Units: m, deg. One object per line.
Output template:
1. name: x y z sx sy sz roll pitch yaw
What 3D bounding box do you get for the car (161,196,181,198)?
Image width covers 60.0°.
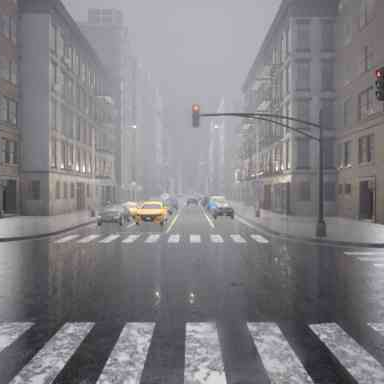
1. car: -2.856 1.560 44.202 1.994 1.385 4.181 0 0 0

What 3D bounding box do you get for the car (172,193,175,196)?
1. car: -5.467 1.310 72.053 2.192 1.841 5.009 0 0 0

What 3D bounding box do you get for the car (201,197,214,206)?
1. car: 2.621 1.562 55.840 1.947 1.339 4.313 0 0 0

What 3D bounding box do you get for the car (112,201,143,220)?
1. car: -5.408 1.523 28.634 1.752 1.417 4.829 0 0 0

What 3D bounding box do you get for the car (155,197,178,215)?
1. car: -2.859 1.544 34.191 2.033 1.411 5.357 0 0 0

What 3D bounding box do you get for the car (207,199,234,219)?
1. car: 2.626 1.548 28.809 2.008 1.369 4.403 0 0 0

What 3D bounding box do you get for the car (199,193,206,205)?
1. car: 2.623 1.311 50.434 2.192 1.841 5.009 0 0 0

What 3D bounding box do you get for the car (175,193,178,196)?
1. car: -5.489 1.545 88.273 2.008 1.369 4.403 0 0 0

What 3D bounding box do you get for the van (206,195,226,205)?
1. van: 2.625 1.338 34.215 1.690 1.788 3.998 0 0 0

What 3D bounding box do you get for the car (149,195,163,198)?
1. car: -5.430 1.436 45.023 1.967 1.590 4.097 0 0 0

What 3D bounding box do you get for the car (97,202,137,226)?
1. car: -5.401 1.549 23.398 2.008 1.369 4.403 0 0 0

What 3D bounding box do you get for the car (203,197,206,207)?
1. car: 2.624 1.578 39.621 1.802 1.307 4.206 0 0 0

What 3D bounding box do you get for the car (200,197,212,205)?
1. car: 2.621 1.546 61.246 2.008 1.369 4.403 0 0 0

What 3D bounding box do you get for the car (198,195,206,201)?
1. car: 2.616 1.560 88.277 1.947 1.339 4.313 0 0 0

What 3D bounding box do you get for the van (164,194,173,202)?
1. van: -5.474 1.336 77.460 1.690 1.788 3.998 0 0 0

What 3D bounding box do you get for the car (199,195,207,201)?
1. car: 2.617 1.539 82.871 1.887 1.381 4.507 0 0 0

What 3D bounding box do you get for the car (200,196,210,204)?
1. car: 2.620 1.521 66.821 1.752 1.417 4.829 0 0 0

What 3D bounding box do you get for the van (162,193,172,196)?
1. van: -5.460 1.337 66.647 1.690 1.788 3.998 0 0 0

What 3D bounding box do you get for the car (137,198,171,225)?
1. car: -2.864 1.475 24.312 1.882 1.535 5.008 0 0 0

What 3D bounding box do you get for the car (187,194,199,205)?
1. car: 0.073 1.501 56.970 1.837 1.490 4.892 0 0 0
